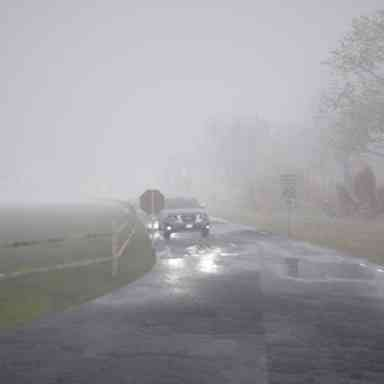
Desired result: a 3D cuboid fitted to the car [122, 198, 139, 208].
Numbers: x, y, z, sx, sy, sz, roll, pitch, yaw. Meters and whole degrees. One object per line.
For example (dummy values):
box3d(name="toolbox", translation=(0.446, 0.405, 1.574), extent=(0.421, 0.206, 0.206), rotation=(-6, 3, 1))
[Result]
box3d(name="car", translation=(-9.059, 1.613, 48.870), extent=(1.837, 1.490, 4.892), rotation=(-1, -1, -20))

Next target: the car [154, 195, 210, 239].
box3d(name="car", translation=(-0.656, 1.221, 17.961), extent=(2.150, 2.045, 5.566), rotation=(-1, 0, -11))

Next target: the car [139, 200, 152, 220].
box3d(name="car", translation=(-3.079, 1.519, 28.996), extent=(2.128, 1.511, 4.902), rotation=(-1, 0, -14))

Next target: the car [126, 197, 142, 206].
box3d(name="car", translation=(-10.446, 1.680, 59.807), extent=(1.994, 1.385, 4.181), rotation=(-1, 0, -24))
